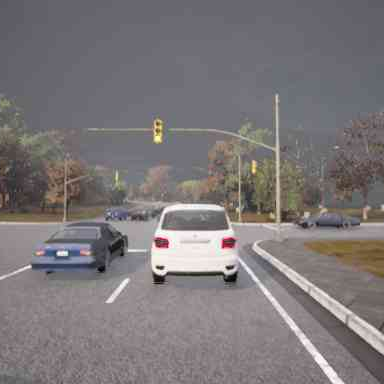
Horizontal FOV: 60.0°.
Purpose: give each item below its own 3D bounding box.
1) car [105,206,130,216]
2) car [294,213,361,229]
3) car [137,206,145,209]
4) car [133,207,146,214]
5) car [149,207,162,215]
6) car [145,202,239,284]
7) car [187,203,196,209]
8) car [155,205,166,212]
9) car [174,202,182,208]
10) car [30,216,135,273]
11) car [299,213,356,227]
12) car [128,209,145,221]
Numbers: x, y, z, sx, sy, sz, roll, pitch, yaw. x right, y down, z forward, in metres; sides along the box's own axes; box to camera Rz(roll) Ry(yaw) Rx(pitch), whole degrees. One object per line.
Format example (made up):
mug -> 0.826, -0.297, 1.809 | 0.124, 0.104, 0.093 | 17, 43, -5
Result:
car -> -10.642, 2.981, 46.931 | 2.150, 2.045, 5.566 | 0, -2, -2
car -> 11.696, 2.492, 28.902 | 5.357, 1.411, 2.033 | 0, -3, -2
car -> -7.130, 3.210, 55.101 | 2.150, 2.045, 5.566 | 0, -1, 0
car -> -10.559, 3.729, 67.504 | 1.895, 1.301, 4.718 | 0, 0, 0
car -> -7.088, 3.720, 65.021 | 1.895, 1.301, 4.718 | 0, 0, 0
car -> 0.079, 1.387, 10.208 | 2.150, 2.045, 5.566 | 0, -1, 0
car -> -0.169, 3.661, 87.367 | 1.994, 1.385, 4.181 | 0, 0, -3
car -> -7.055, 3.659, 75.718 | 2.033, 1.411, 5.357 | 0, 0, 0
car -> -3.658, 3.414, 87.221 | 1.882, 1.535, 5.008 | 0, 0, -3
car -> -3.462, 1.738, 11.261 | 2.033, 1.411, 5.357 | 0, -2, -1
car -> 13.125, 2.717, 32.447 | 4.718, 1.301, 1.895 | 0, -3, -2
car -> -7.120, 3.311, 45.572 | 1.895, 1.301, 4.718 | 0, -2, -1
